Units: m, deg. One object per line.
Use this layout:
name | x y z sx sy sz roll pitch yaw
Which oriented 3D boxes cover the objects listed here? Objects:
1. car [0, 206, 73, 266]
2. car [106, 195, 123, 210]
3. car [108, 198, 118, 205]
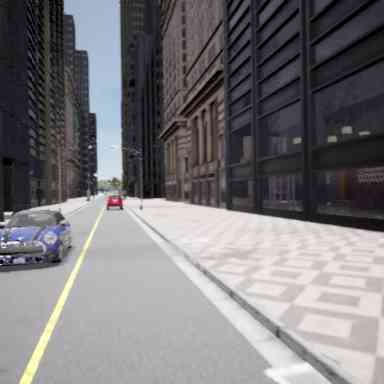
car | -5.614 1.453 11.984 2.097 1.767 4.553 -1 0 -14
car | -10.872 1.392 46.910 2.150 2.045 5.566 -1 0 -14
car | -15.636 1.836 66.152 1.895 1.301 4.718 -1 0 -13
